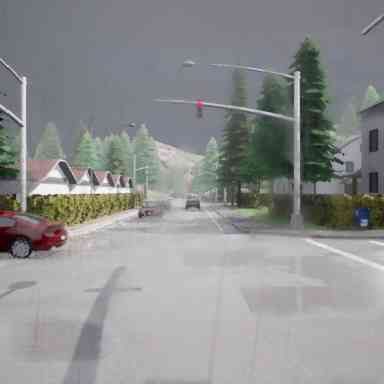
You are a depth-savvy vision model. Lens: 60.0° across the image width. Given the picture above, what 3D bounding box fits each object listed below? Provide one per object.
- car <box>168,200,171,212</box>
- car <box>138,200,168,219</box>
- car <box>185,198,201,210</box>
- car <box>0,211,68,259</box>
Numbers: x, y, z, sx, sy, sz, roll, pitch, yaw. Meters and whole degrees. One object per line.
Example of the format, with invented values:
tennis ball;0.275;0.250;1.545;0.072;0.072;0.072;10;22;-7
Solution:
car;-3.491;1.612;39.343;1.895;1.301;4.718;0;0;0
car;-3.493;1.572;29.348;1.994;1.385;4.181;0;0;0
car;0.110;1.517;43.314;1.837;1.490;4.892;0;0;0
car;-7.049;1.438;11.835;5.008;1.535;1.882;1;0;0
